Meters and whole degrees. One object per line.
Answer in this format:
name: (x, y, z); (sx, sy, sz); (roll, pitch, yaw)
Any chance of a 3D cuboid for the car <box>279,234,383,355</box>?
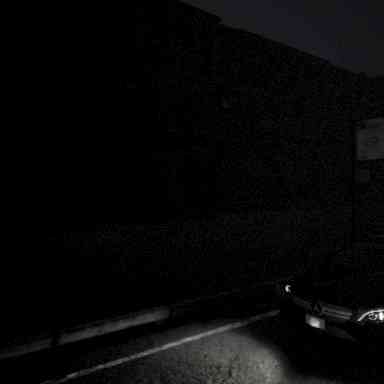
car: (3.590, 1.528, 5.940); (4.674, 1.442, 1.812); (0, 0, -35)
